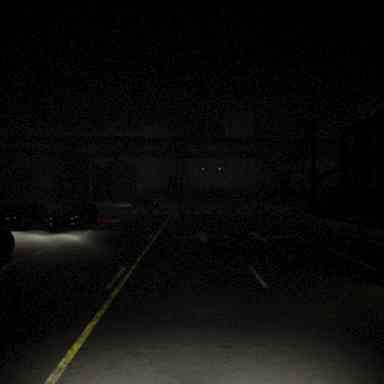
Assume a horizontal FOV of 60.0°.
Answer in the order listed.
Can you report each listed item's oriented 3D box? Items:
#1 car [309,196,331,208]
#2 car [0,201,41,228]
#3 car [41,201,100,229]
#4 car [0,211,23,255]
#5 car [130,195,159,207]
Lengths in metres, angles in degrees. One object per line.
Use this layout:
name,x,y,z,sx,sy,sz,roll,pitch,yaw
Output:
car,16.505,1.259,40.138,4.674,1.442,1.812,0,0,0
car,-10.717,1.368,20.781,1.837,1.490,4.892,0,0,0
car,-7.216,1.341,20.715,1.882,1.535,5.008,0,0,0
car,-7.175,1.498,9.987,1.994,1.385,4.181,0,0,-2
car,-6.569,1.203,45.437,1.837,1.490,4.892,0,0,-45
